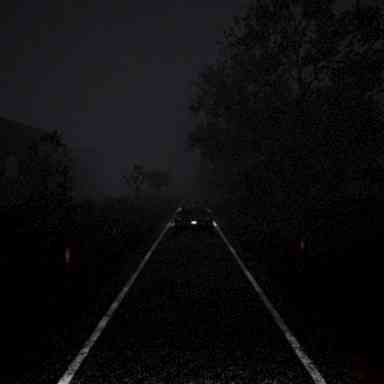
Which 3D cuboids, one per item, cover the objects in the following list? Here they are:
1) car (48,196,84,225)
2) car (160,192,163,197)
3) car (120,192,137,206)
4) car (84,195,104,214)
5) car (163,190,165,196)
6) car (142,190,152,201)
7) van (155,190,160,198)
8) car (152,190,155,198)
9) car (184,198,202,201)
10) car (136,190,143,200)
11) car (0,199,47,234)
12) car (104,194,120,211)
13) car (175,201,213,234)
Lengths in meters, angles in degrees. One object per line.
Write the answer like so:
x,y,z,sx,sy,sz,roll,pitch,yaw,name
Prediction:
-8.999,1.165,20.934,2.231,1.521,4.892,0,1,2,car
-9.069,0.656,81.955,2.231,1.521,4.892,0,-1,-2,car
-9.025,0.963,43.123,2.097,1.535,5.008,0,0,2,car
-9.005,1.117,26.490,2.097,1.535,5.008,0,0,2,car
-9.074,0.647,87.466,2.163,1.488,4.792,0,-1,-2,car
-9.042,0.608,58.553,2.435,2.045,5.566,0,0,1,car
-9.068,0.493,76.269,1.878,1.987,4.442,0,1,2,van
-9.050,0.836,65.300,2.002,1.452,4.674,0,1,0,car
0.101,1.283,33.717,1.994,1.385,4.181,0,1,0,car
-9.031,0.906,48.671,2.097,1.535,5.008,0,0,2,car
-8.992,1.191,15.393,2.097,1.535,5.008,0,0,2,car
-9.020,1.047,32.871,1.946,1.575,5.366,0,0,2,car
0.099,1.438,18.183,1.994,1.385,4.181,0,0,0,car
